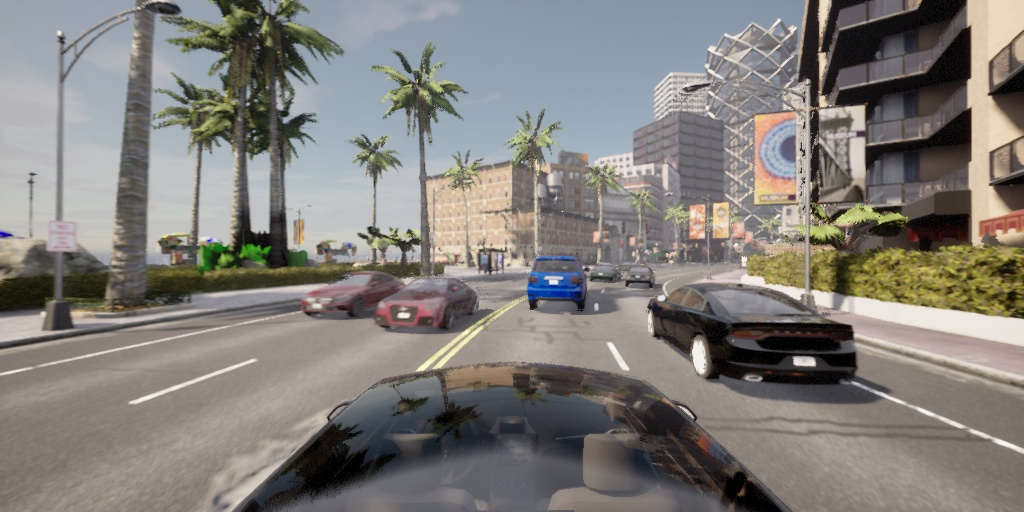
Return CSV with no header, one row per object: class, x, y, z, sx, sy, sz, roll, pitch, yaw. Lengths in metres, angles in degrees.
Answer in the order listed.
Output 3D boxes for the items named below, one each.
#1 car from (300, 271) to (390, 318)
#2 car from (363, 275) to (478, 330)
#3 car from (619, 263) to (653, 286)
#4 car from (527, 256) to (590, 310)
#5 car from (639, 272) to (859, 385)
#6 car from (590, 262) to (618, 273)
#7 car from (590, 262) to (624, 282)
car,-5.616,1.309,13.412,1.812,1.442,4.674,0,0,11
car,-2.449,1.350,11.193,1.994,1.385,4.181,0,0,10
car,9.453,1.453,26.280,2.033,1.411,5.357,0,0,24
car,2.071,1.044,15.334,2.150,2.045,5.566,0,0,13
car,4.205,1.271,7.273,1.882,1.535,5.008,0,0,6
car,13.415,1.594,52.204,2.033,1.411,5.357,0,0,37
car,8.353,1.491,31.687,1.994,1.385,4.181,0,0,28
